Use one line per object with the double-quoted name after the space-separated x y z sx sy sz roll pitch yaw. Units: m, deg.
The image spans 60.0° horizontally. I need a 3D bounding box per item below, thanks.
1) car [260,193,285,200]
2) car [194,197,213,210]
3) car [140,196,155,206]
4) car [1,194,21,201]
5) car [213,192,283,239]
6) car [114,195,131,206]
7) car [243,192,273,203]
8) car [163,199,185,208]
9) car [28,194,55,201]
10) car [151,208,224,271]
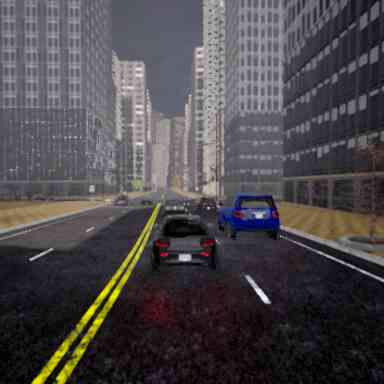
17.068 1.035 70.228 4.829 1.417 1.752 0 1 -3 "car"
1.367 1.234 33.512 1.837 1.490 4.892 0 0 -4 "car"
-6.384 1.230 47.743 1.895 1.301 4.718 0 0 -4 "car"
-32.422 1.011 58.787 4.206 1.307 1.802 0 1 -3 "car"
2.631 1.084 16.584 2.150 2.045 5.566 0 0 -4 "car"
-9.533 1.158 46.151 1.837 1.490 4.892 0 0 -4 "car"
12.109 0.995 61.537 5.009 1.841 2.192 0 1 -3 "car"
-1.543 1.323 28.957 2.033 1.411 5.357 0 0 -4 "car"
-26.744 1.028 59.089 4.313 1.339 1.947 0 1 -3 "car"
-0.274 1.444 10.549 1.812 1.442 4.674 0 0 -3 "car"
